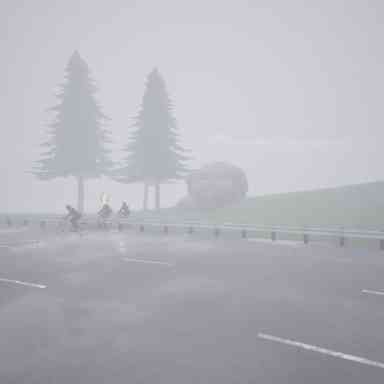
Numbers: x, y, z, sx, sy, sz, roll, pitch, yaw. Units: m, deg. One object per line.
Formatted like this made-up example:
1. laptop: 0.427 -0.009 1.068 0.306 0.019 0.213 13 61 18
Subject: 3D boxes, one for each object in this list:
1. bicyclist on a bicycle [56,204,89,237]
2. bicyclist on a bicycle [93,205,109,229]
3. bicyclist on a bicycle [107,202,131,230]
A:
1. bicyclist on a bicycle: -6.038 1.449 16.752 1.656 1.620 0.582 -2 0 -6
2. bicyclist on a bicycle: -5.137 1.401 19.715 0.582 1.620 1.656 0 -5 36
3. bicyclist on a bicycle: -3.942 1.401 19.348 0.582 1.620 1.656 1 -9 23
